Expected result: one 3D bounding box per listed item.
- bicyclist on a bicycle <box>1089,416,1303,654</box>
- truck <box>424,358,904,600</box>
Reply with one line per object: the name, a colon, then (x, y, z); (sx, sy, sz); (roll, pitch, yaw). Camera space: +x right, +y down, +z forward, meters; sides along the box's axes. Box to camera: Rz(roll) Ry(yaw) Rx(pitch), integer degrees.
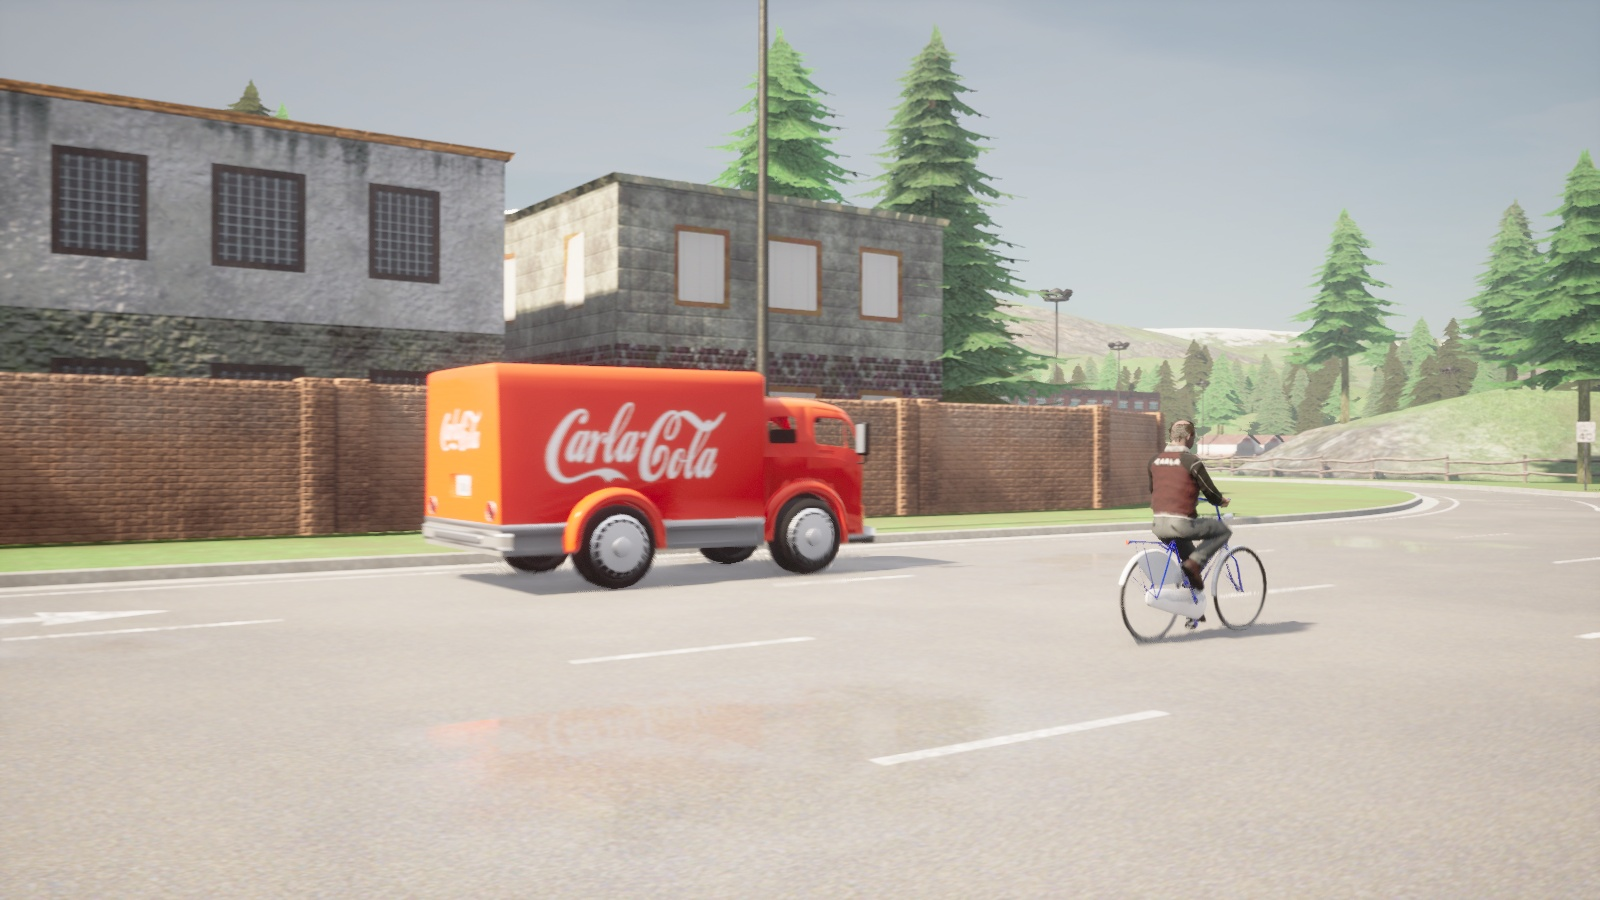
bicyclist on a bicycle: (3.229, 0.633, 10.171); (1.843, 1.776, 0.659); (0, 0, -35)
truck: (-1.589, 0.299, 15.348); (5.204, 2.467, 2.627); (0, 0, -35)
